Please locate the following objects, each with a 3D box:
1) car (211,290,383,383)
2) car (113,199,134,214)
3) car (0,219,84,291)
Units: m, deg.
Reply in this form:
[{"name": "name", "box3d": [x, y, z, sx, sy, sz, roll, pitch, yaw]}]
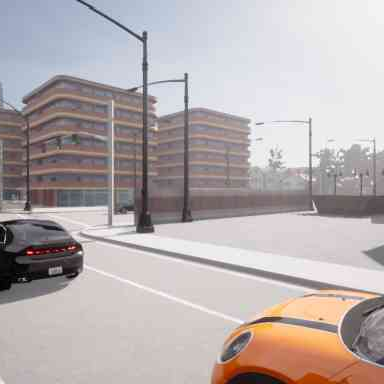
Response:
[{"name": "car", "box3d": [2.319, 1.352, 2.301, 4.553, 1.767, 2.097, 0, 0, 40]}, {"name": "car", "box3d": [-6.322, 1.491, 34.976, 4.902, 1.511, 2.128, 0, 0, -44]}, {"name": "car", "box3d": [-4.699, 1.505, 9.166, 1.837, 1.490, 4.892, 0, 0, -43]}]
